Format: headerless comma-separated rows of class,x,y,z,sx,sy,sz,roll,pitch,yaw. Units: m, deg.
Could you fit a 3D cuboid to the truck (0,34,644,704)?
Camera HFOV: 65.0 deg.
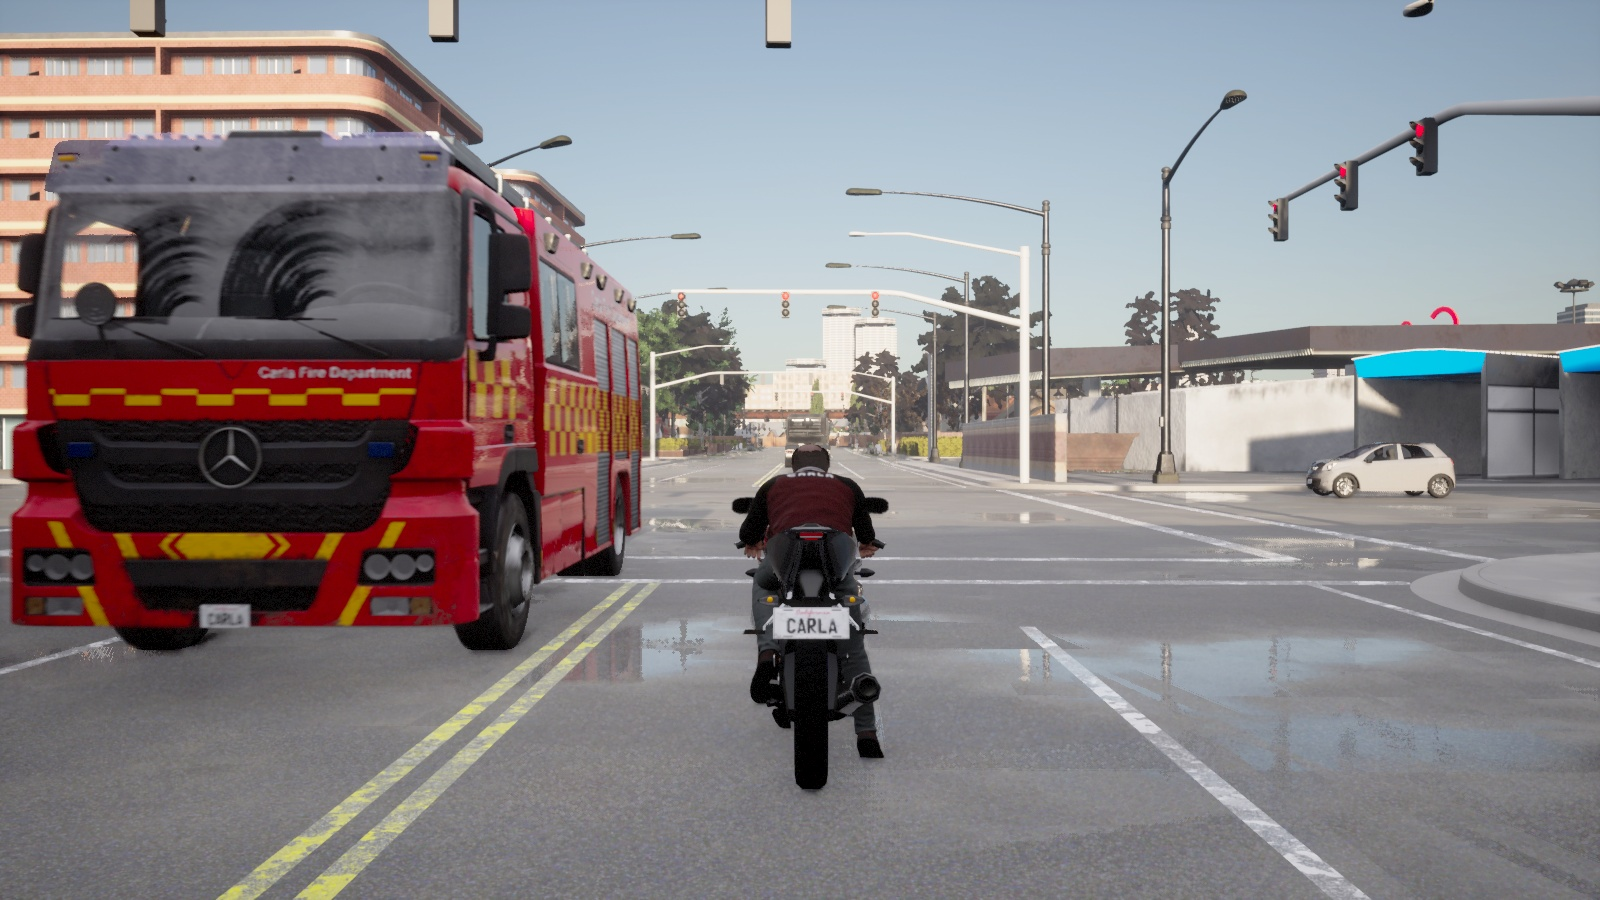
truck,-3.418,-0.486,11.411,2.891,3.827,8.468,0,0,0

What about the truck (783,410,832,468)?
truck,0.466,-0.678,78.471,2.891,3.462,7.936,0,0,0

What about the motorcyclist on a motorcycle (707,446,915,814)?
motorcyclist on a motorcycle,0.052,0.746,6.329,0.866,1.530,2.191,0,0,0

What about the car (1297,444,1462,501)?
car,15.650,0.581,34.043,3.633,1.501,1.845,0,0,1
